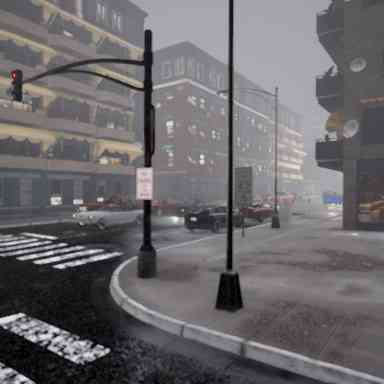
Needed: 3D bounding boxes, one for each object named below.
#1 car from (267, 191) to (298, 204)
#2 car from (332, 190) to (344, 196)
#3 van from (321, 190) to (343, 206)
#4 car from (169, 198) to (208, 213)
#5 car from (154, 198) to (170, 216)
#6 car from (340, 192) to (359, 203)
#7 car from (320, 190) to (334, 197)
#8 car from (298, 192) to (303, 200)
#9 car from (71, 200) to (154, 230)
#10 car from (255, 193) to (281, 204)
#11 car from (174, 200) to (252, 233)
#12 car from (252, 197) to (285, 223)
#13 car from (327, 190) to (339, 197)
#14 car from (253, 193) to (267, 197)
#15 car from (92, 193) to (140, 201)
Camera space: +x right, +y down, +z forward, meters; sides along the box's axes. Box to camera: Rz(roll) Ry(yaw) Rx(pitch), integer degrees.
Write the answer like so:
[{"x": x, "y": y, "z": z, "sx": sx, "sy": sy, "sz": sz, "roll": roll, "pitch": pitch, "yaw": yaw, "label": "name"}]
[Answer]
[{"x": 11.369, "y": 0.712, "z": 42.418, "sx": 2.097, "sy": 1.767, "sz": 4.553, "roll": 1, "pitch": 1, "yaw": 35, "label": "car"}, {"x": 36.100, "y": 0.250, "z": 82.140, "sx": 1.802, "sy": 1.307, "sz": 4.206, "roll": 2, "pitch": 2, "yaw": 35, "label": "car"}, {"x": 17.304, "y": 0.718, "z": 40.829, "sx": 1.690, "sy": 1.788, "sz": 3.998, "roll": 2, "pitch": 2, "yaw": 35, "label": "van"}, {"x": 0.416, "y": 1.197, "z": 26.918, "sx": 1.994, "sy": 1.385, "sz": 4.181, "roll": 1, "pitch": 1, "yaw": 34, "label": "car"}, {"x": -2.346, "y": 1.174, "z": 27.457, "sx": 1.887, "sy": 1.381, "sz": 4.507, "roll": 2, "pitch": 2, "yaw": 35, "label": "car"}, {"x": 23.710, "y": 0.761, "z": 49.946, "sx": 1.887, "sy": 1.381, "sz": 4.507, "roll": 2, "pitch": 2, "yaw": 35, "label": "car"}, {"x": 29.693, "y": 0.372, "z": 73.026, "sx": 1.887, "sy": 1.381, "sz": 4.507, "roll": 2, "pitch": 2, "yaw": 35, "label": "car"}, {"x": 16.877, "y": 0.713, "z": 54.798, "sx": 1.947, "sy": 1.339, "sz": 4.313, "roll": 2, "pitch": 2, "yaw": 35, "label": "car"}, {"x": -4.676, "y": 1.363, "z": 19.651, "sx": 1.895, "sy": 1.301, "sz": 4.718, "roll": 1, "pitch": 1, "yaw": 35, "label": "car"}, {"x": 10.470, "y": 0.874, "z": 45.684, "sx": 1.947, "sy": 1.339, "sz": 4.313, "roll": 2, "pitch": 2, "yaw": 35, "label": "car"}, {"x": 1.282, "y": 1.344, "z": 18.049, "sx": 1.947, "sy": 1.339, "sz": 4.313, "roll": 2, "pitch": 2, "yaw": 35, "label": "car"}, {"x": 4.486, "y": 1.280, "z": 22.606, "sx": 1.802, "sy": 1.307, "sz": 4.206, "roll": 2, "pitch": 2, "yaw": 35, "label": "car"}, {"x": 32.896, "y": 0.330, "z": 77.583, "sx": 1.802, "sy": 1.307, "sz": 4.206, "roll": 2, "pitch": 2, "yaw": 35, "label": "car"}, {"x": 5.666, "y": 1.007, "z": 34.355, "sx": 1.837, "sy": 1.490, "sz": 4.892, "roll": 1, "pitch": 1, "yaw": 35, "label": "car"}, {"x": -5.548, "y": 1.025, "z": 22.894, "sx": 2.192, "sy": 1.841, "sz": 5.009, "roll": 2, "pitch": 2, "yaw": 35, "label": "car"}]
